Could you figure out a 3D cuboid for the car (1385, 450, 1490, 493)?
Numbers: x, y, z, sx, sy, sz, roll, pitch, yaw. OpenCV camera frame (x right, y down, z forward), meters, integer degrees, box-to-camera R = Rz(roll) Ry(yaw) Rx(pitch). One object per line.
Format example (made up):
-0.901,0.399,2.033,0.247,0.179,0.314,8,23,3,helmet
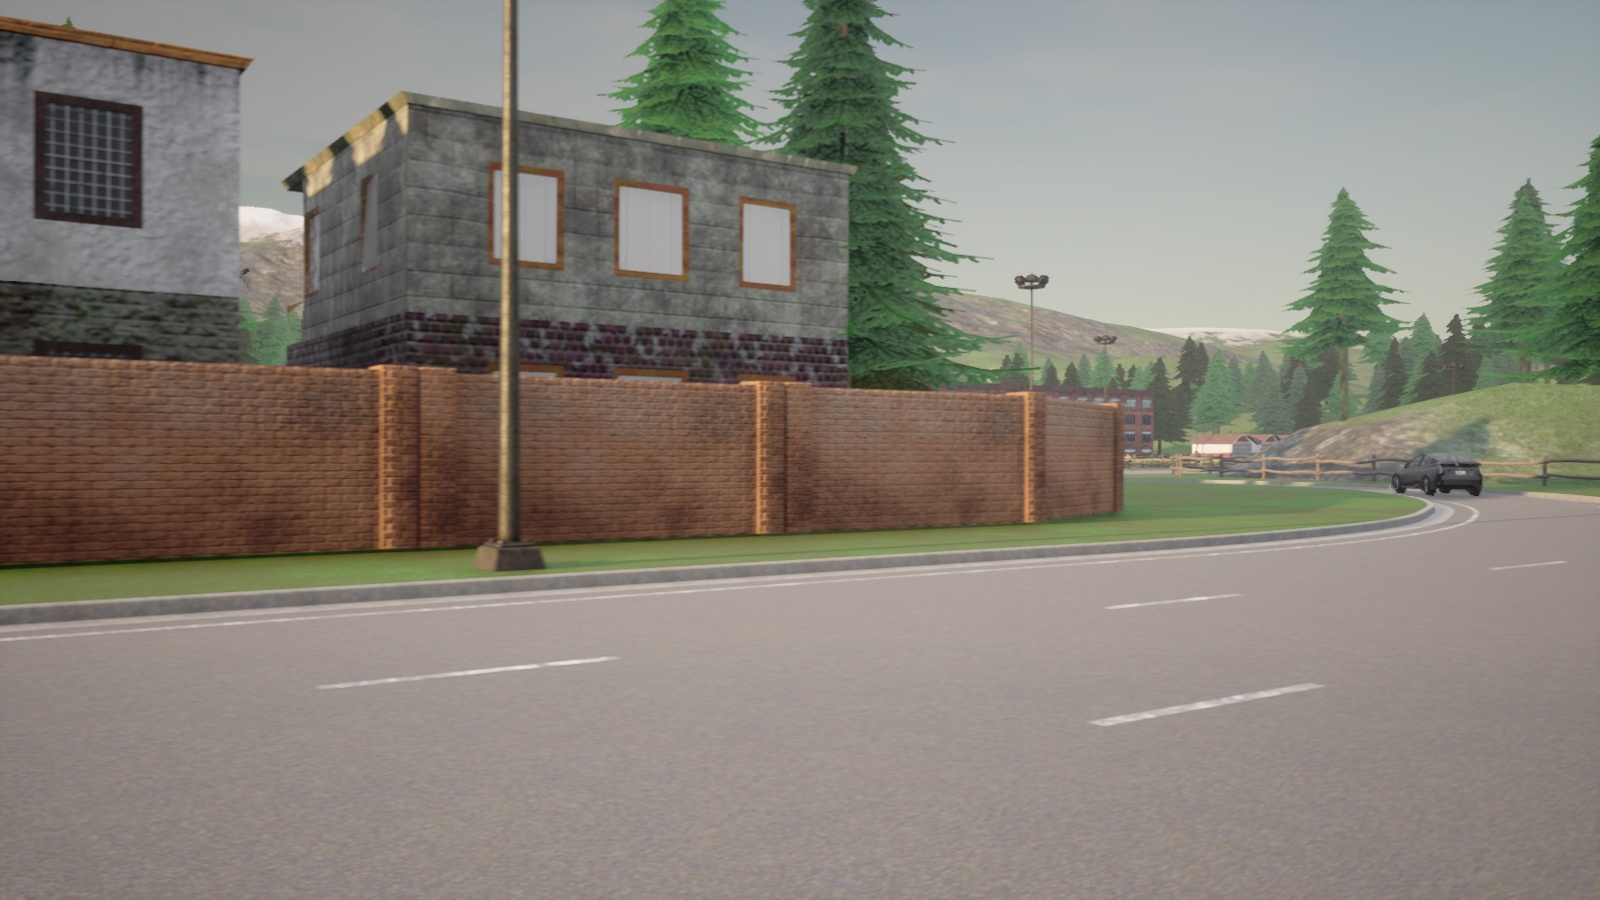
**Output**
23.419,0.756,46.346,2.007,1.525,4.514,0,0,6,car
